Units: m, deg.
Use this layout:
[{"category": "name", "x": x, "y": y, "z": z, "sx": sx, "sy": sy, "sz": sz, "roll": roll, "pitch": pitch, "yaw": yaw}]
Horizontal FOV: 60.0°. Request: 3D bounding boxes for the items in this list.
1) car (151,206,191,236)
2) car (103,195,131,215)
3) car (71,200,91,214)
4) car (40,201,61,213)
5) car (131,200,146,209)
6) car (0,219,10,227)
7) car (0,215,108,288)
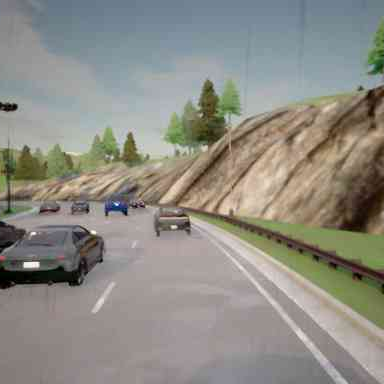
[{"category": "car", "x": -1.215, "y": 1.506, "z": 18.611, "sx": 2.128, "sy": 1.511, "sz": 4.902, "roll": -1, "pitch": 0, "yaw": -8}, {"category": "car", "x": -7.972, "y": 1.315, "z": 34.643, "sx": 2.150, "sy": 2.045, "sz": 5.566, "roll": 0, "pitch": 0, "yaw": -16}, {"category": "car", "x": -12.745, "y": 1.642, "z": 38.236, "sx": 2.128, "sy": 1.511, "sz": 4.902, "roll": -1, "pitch": 0, "yaw": -15}, {"category": "car", "x": -16.898, "y": 1.764, "z": 39.728, "sx": 1.994, "sy": 1.385, "sz": 4.181, "roll": -1, "pitch": 0, "yaw": -17}, {"category": "car", "x": -7.786, "y": 1.692, "z": 46.258, "sx": 1.895, "sy": 1.301, "sz": 4.718, "roll": -1, "pitch": 0, "yaw": -19}, {"category": "car", "x": -7.446, "y": 1.614, "z": 11.717, "sx": 1.812, "sy": 1.442, "sz": 4.674, "roll": 0, "pitch": 0, "yaw": -5}, {"category": "car", "x": -3.766, "y": 1.609, "z": 9.480, "sx": 1.994, "sy": 1.385, "sz": 4.181, "roll": -1, "pitch": 0, "yaw": -4}]
